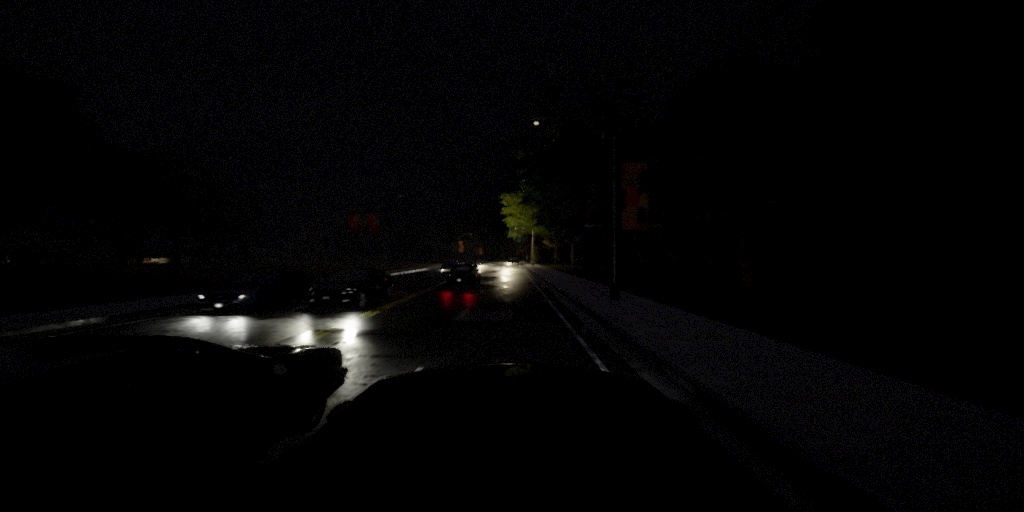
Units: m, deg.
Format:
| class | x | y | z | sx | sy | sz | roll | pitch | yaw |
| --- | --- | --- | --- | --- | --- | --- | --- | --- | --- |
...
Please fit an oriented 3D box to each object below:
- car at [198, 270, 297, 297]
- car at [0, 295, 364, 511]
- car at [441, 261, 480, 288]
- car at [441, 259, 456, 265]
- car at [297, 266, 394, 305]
| class | x | y | z | sx | sy | sz | roll | pitch | yaw |
| --- | --- | --- | --- | --- | --- | --- | --- | --- | --- |
| car | -9.856 | 1.278 | 14.696 | 2.033 | 1.411 | 5.357 | 0 | 0 | 0 |
| car | -3.149 | 1.296 | 2.410 | 2.033 | 1.411 | 5.357 | 0 | 0 | 0 |
| car | -3.173 | 1.249 | 23.723 | 1.812 | 1.442 | 4.674 | 0 | 0 | 0 |
| car | -9.819 | 1.229 | 56.494 | 1.882 | 1.535 | 5.008 | 0 | 0 | 1 |
| car | -6.603 | 1.208 | 15.227 | 1.882 | 1.535 | 5.008 | 0 | 0 | 0 |
